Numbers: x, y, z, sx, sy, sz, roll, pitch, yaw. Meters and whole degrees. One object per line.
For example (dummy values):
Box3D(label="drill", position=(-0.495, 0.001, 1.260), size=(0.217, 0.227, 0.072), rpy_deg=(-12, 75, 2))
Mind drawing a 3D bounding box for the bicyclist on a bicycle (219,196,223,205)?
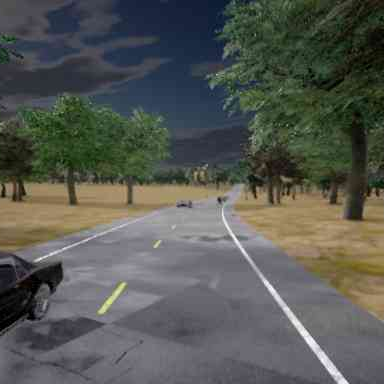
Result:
Box3D(label="bicyclist on a bicycle", position=(5.308, 1.532, 61.047), size=(0.582, 1.620, 1.656), rpy_deg=(0, 0, 8))

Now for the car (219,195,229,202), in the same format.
Box3D(label="car", position=(7.143, 1.601, 79.262), size=(2.128, 1.511, 4.902), rpy_deg=(0, 0, 9))

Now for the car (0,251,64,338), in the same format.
Box3D(label="car", position=(-3.544, 1.596, 4.523), size=(1.895, 1.301, 4.718), rpy_deg=(0, 0, 1))

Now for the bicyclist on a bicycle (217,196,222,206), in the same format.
Box3D(label="bicyclist on a bicycle", position=(4.176, 1.442, 52.363), size=(0.659, 1.776, 1.843), rpy_deg=(0, 0, 7))

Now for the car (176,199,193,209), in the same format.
Box3D(label="car", position=(-0.958, 1.614, 47.249), size=(1.994, 1.385, 4.181), rpy_deg=(0, 0, 7))

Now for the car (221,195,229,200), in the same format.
Box3D(label="car", position=(9.351, 1.463, 93.398), size=(2.033, 1.411, 5.357), rpy_deg=(0, 0, 9))
